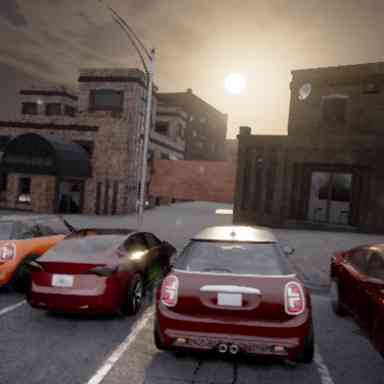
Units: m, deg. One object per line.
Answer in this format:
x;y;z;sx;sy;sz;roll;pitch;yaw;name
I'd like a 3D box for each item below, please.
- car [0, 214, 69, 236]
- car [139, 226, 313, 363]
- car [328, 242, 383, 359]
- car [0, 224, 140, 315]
-4.298;1.385;9.165;2.185;1.767;4.553;0;-1;10;car
0.829;1.411;6.246;2.185;1.767;4.553;0;-1;10;car
3.402;1.550;4.817;2.097;1.535;5.008;1;-1;10;car
-1.725;1.555;7.762;2.163;1.488;4.792;0;-1;10;car
